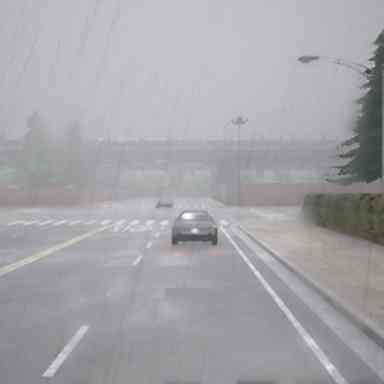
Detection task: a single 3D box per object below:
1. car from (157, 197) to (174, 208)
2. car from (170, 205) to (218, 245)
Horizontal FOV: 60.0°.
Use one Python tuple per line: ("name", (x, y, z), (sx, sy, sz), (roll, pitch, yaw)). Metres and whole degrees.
("car", (-3.369, 1.295, 42.404), (1.994, 1.385, 4.181), (0, 0, 0))
("car", (0.109, 1.477, 15.077), (1.994, 1.385, 4.181), (0, 0, 0))
